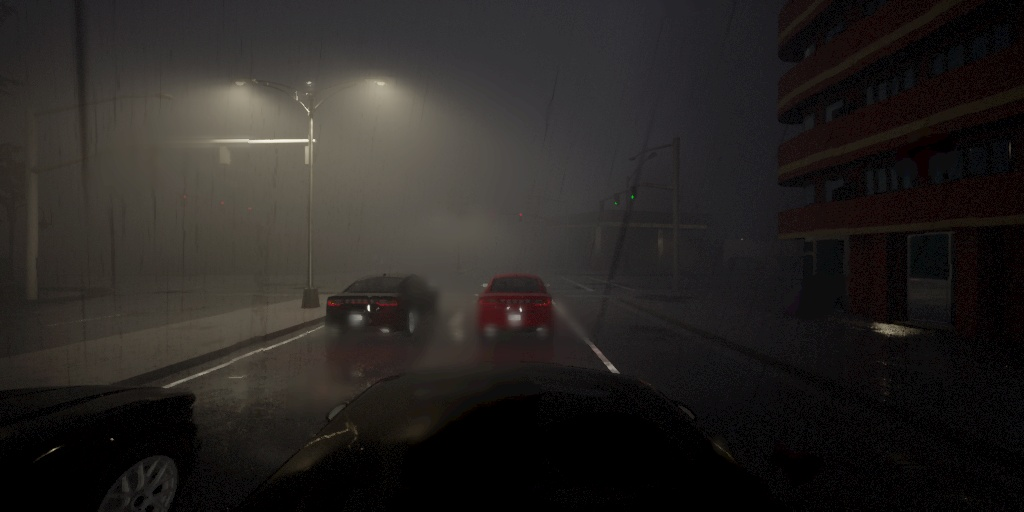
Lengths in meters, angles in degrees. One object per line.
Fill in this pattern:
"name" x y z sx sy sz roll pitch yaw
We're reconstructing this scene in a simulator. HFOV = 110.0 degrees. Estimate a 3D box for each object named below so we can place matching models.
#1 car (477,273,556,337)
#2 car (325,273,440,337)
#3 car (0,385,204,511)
"car" 0.120 1.228 10.377 1.882 1.535 5.008 0 0 1
"car" -3.385 1.228 10.367 1.882 1.535 5.008 0 0 0
"car" -3.409 1.228 0.793 1.882 1.535 5.008 0 0 0
